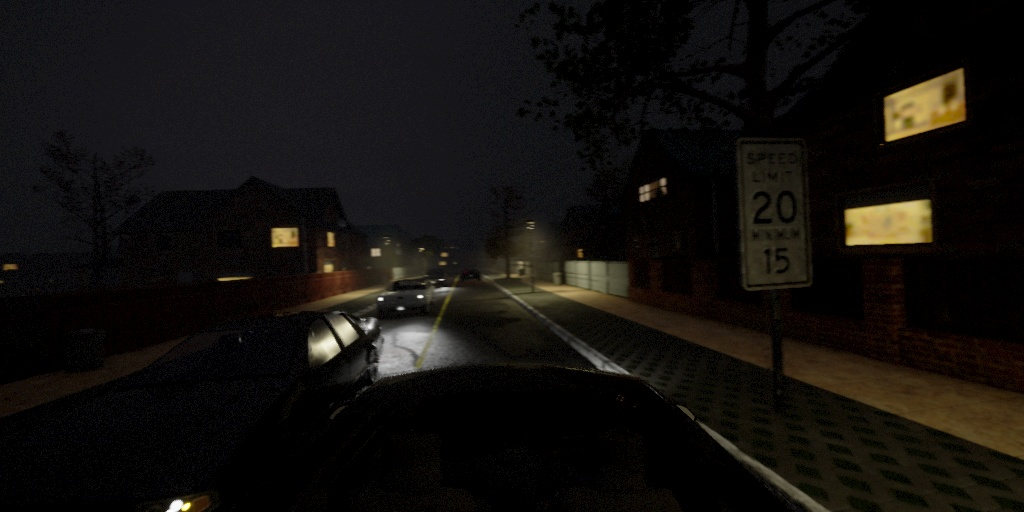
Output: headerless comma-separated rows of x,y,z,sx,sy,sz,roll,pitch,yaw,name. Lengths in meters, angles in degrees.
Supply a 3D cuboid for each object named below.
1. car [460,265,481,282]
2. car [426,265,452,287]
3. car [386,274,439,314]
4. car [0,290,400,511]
-4.204,1.742,36.220,1.882,1.535,5.008,-3,0,-7,car
-6.321,1.809,29.877,1.837,1.490,4.892,-3,0,-7,car
-4.456,1.685,15.567,1.895,1.301,4.718,-3,-1,-8,car
-3.009,1.466,4.520,2.033,1.411,5.357,-3,0,-8,car
